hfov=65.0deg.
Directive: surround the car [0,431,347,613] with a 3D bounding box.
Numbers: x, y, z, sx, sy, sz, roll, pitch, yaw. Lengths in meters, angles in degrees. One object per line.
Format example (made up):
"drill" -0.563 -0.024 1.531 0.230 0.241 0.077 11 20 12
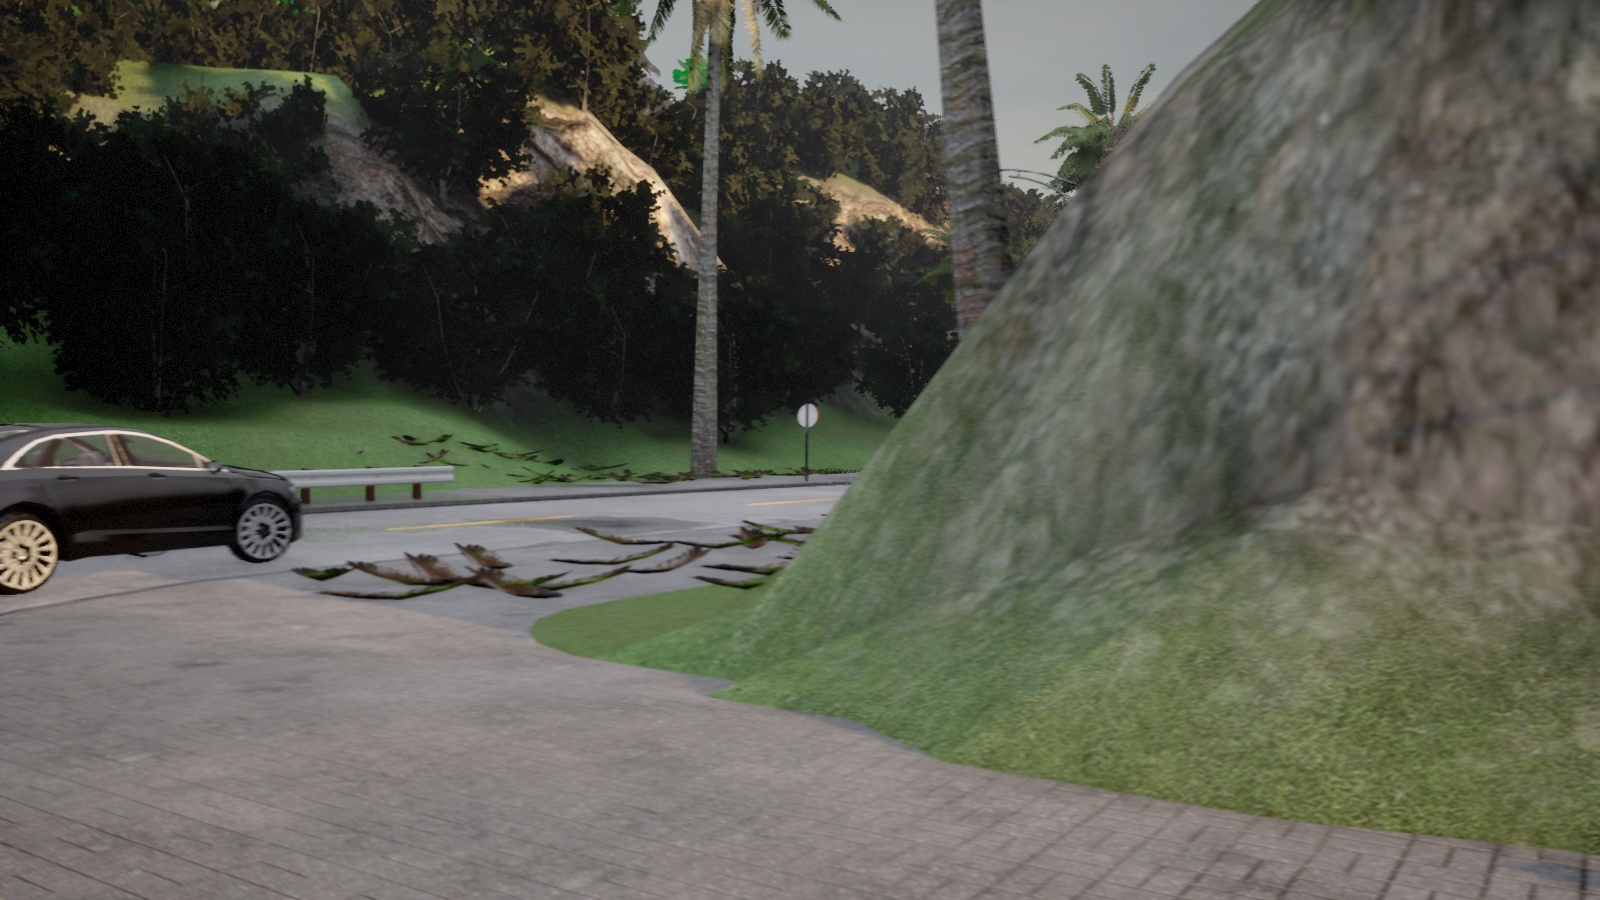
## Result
"car" -7.052 0.581 12.522 2.128 1.511 4.902 0 1 20
